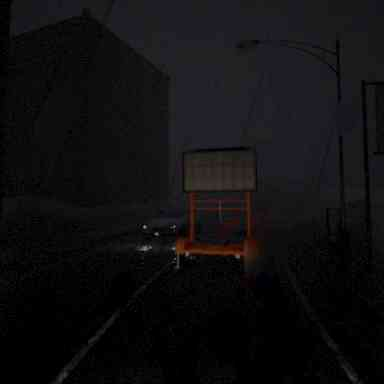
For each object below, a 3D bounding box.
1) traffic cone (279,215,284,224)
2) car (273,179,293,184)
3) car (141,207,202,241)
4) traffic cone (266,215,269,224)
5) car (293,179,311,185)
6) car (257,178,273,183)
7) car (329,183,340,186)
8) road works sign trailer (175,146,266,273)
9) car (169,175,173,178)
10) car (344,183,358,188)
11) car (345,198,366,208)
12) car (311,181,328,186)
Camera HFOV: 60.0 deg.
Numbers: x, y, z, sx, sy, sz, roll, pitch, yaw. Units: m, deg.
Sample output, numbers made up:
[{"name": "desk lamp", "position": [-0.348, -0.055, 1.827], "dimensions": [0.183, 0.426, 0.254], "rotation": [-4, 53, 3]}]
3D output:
[{"name": "traffic cone", "position": [6.122, 1.846, 22.700], "dimensions": [0.340, 0.580, 0.340], "rotation": [-2, -1, 17]}, {"name": "car", "position": [19.368, -2.157, 74.289], "dimensions": [5.008, 1.535, 2.097], "rotation": [2, -5, -25]}, {"name": "car", "position": [-0.835, 1.513, 16.415], "dimensions": [1.812, 1.442, 4.674], "rotation": [-1, -1, 17]}, {"name": "traffic cone", "position": [5.170, 1.875, 22.988], "dimensions": [0.340, 0.580, 0.340], "rotation": [-2, -1, 16]}, {"name": "car", "position": [24.325, -2.105, 76.730], "dimensions": [4.553, 1.767, 2.185], "rotation": [2, -5, -26]}, {"name": "car", "position": [14.338, -2.287, 71.950], "dimensions": [4.674, 1.452, 2.002], "rotation": [2, -5, -24]}, {"name": "car", "position": [34.249, -1.556, 81.997], "dimensions": [4.674, 1.452, 2.002], "rotation": [2, -5, -29]}, {"name": "road works sign trailer", "position": [0.922, 0.400, 10.649], "dimensions": [2.380, 3.560, 2.880], "rotation": [-1, 0, 17]}, {"name": "car", "position": [-5.939, -2.974, 63.418], "dimensions": [4.553, 1.767, 2.185], "rotation": [1, -4, -23]}, {"name": "car", "position": [38.950, -1.397, 84.692], "dimensions": [4.892, 1.521, 2.231], "rotation": [2, -5, -30]}, {"name": "car", "position": [25.258, 1.721, 50.794], "dimensions": [4.674, 1.442, 1.812], "rotation": [0, -4, -32]}, {"name": "car", "position": [29.404, -1.759, 79.360], "dimensions": [4.792, 1.488, 2.163], "rotation": [2, -5, -27]}]
